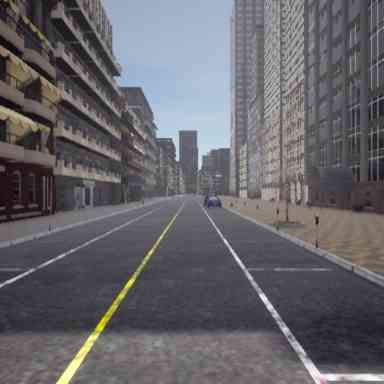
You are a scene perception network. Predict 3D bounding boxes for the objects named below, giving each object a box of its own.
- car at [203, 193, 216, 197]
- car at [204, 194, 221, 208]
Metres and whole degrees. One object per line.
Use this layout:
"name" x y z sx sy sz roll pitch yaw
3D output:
"car" 3.107 1.244 55.028 2.150 2.045 5.566 0 0 0
"car" 3.140 1.481 47.997 1.882 1.535 5.008 0 0 0
